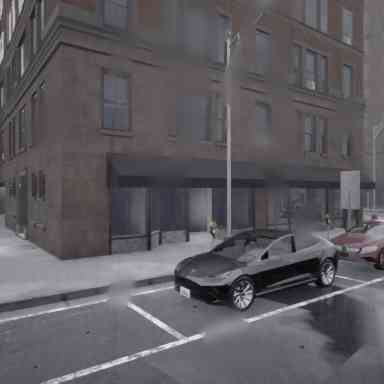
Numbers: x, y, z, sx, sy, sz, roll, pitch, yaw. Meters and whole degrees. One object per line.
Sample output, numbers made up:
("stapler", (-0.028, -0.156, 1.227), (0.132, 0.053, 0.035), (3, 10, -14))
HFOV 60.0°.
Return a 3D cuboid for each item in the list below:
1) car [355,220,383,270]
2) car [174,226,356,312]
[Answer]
("car", (6.119, 1.582, 10.898), (4.206, 1.307, 1.802), (0, 0, -35))
("car", (1.640, 1.566, 7.704), (4.313, 1.339, 1.947), (0, 0, -35))
